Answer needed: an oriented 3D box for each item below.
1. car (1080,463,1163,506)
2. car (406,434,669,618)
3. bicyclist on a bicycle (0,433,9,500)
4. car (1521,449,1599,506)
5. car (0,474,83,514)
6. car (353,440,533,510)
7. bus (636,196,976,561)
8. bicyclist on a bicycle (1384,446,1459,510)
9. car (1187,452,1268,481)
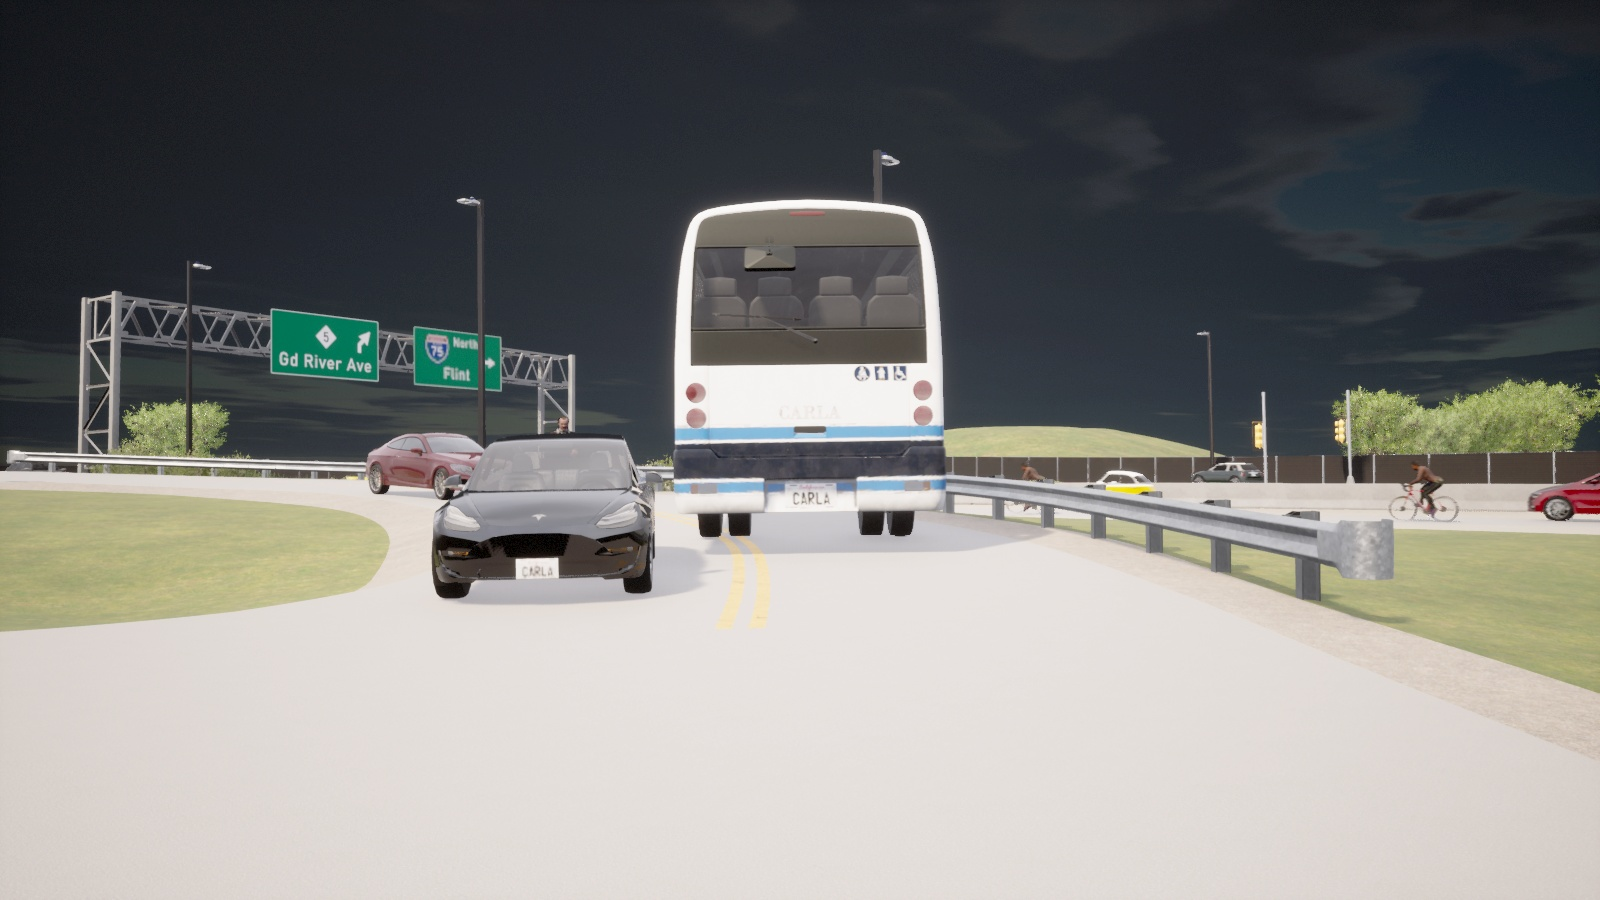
[{"bbox_3d":[10.522,1.134,41.101,2.207,1.376,1.481,-1,-1,35],"label":"car"},{"bbox_3d":[-2.491,0.617,13.154,2.163,1.488,4.792,-2,1,-6],"label":"car"},{"bbox_3d":[-19.880,0.402,29.901,0.582,1.620,1.656,0,1,35],"label":"bicyclist on a bicycle"},{"bbox_3d":[21.685,0.717,33.362,4.193,1.474,1.816,-2,-2,35],"label":"car"},{"bbox_3d":[-37.378,2.168,61.840,4.605,1.855,1.932,-2,-2,37],"label":"car"},{"bbox_3d":[-8.144,0.506,28.433,4.674,1.442,1.812,1,1,44],"label":"car"},{"bbox_3d":[-0.025,-0.939,20.236,3.944,4.253,10.273,-2,1,-1],"label":"bus"},{"bbox_3d":[16.262,0.741,32.864,1.656,1.620,0.582,-2,-2,35],"label":"bicyclist on a bicycle"},{"bbox_3d":[23.151,0.893,68.115,1.970,1.475,3.806,-1,-1,-28],"label":"car"}]
